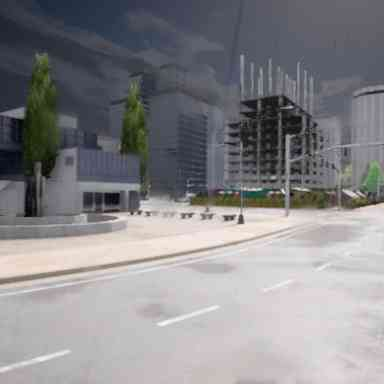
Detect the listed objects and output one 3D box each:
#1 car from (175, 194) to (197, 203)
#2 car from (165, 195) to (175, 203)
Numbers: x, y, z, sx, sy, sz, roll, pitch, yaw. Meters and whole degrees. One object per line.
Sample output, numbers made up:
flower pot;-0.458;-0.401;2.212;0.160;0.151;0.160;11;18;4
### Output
car;-1.406;1.828;76.365;1.970;1.475;3.806;0;0;35
car;-3.778;1.579;78.024;1.905;1.878;3.866;0;0;35
